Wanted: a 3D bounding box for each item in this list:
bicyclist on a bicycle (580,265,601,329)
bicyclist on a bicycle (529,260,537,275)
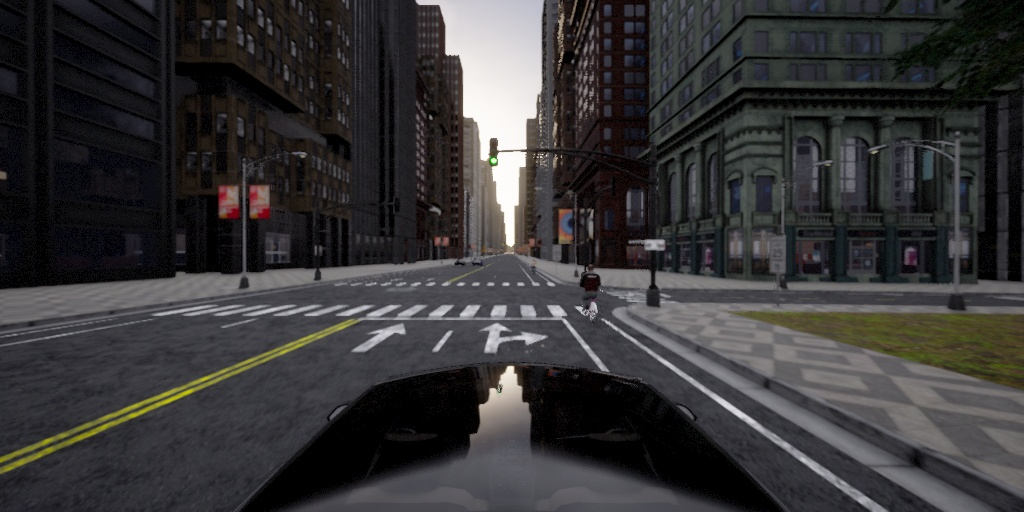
[{"bbox_3d":[2.242,1.124,10.420,0.659,1.776,1.843,0,0,0],"label":"bicyclist on a bicycle"},{"bbox_3d":[2.264,1.191,37.827,0.866,1.612,1.509,0,0,0],"label":"bicyclist on a bicycle"}]
